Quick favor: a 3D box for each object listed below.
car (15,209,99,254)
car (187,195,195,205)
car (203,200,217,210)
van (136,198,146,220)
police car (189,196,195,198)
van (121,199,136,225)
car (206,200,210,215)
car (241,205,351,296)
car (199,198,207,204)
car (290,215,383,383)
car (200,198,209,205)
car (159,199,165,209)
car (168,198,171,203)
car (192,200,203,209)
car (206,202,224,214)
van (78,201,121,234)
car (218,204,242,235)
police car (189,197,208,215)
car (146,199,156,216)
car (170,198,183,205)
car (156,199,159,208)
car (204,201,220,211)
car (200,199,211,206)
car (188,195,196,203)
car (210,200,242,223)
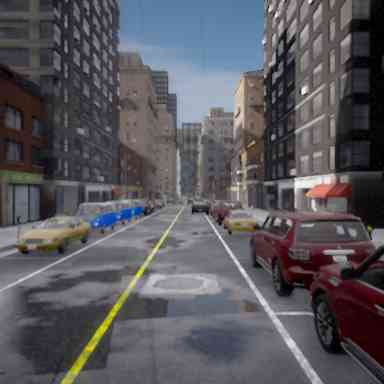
[{"bbox_3d":[-5.681,1.656,14.211,1.752,1.417,4.829,-1,-1,0],"label":"car"},{"bbox_3d":[-0.019,2.008,75.226,1.882,1.535,5.008,0,0,0],"label":"car"},{"bbox_3d":[2.848,2.022,53.482,2.008,1.369,4.403,-1,0,0],"label":"car"},{"bbox_3d":[-5.687,1.621,31.140,1.690,1.788,3.998,-1,-1,0],"label":"van"},{"bbox_3d":[0.887,1.859,49.063,1.930,1.638,5.238,0,0,0],"label":"police car"},{"bbox_3d":[-5.686,1.573,25.555,1.690,1.788,3.998,-1,-1,0],"label":"van"},{"bbox_3d":[2.847,1.856,36.896,1.752,1.417,4.829,-1,0,0],"label":"car"},{"bbox_3d":[2.845,1.397,8.799,2.192,1.841,5.009,-1,-1,0],"label":"car"},{"bbox_3d":[2.847,2.325,86.996,1.802,1.307,4.206,-1,0,0],"label":"car"},{"bbox_3d":[2.845,1.346,3.213,2.192,1.841,5.009,-1,-1,0],"label":"car"},{"bbox_3d":[2.847,2.181,75.995,1.752,1.417,4.829,-1,0,0],"label":"car"},{"bbox_3d":[-5.691,1.911,53.481,1.967,1.590,4.097,-1,0,0],"label":"car"},{"bbox_3d":[-5.698,2.287,86.993,1.887,1.381,4.507,-1,0,0],"label":"car"},{"bbox_3d":[0.886,2.010,54.953,1.812,1.442,4.674,0,0,0],"label":"car"},{"bbox_3d":[2.848,1.942,42.311,1.947,1.339,4.313,-1,0,0],"label":"car"},{"bbox_3d":[-5.684,1.523,19.968,1.690,1.788,3.998,-1,-1,0],"label":"van"},{"bbox_3d":[2.848,1.709,20.139,1.752,1.417,4.829,-1,-1,0],"label":"car"},{"bbox_3d":[0.890,1.774,39.063,1.930,1.638,5.238,0,0,0],"label":"police car"},{"bbox_3d":[-5.689,1.643,36.726,2.192,1.841,5.009,-1,0,0],"label":"car"},{"bbox_3d":[-3.018,2.174,71.791,1.994,1.385,4.181,0,0,0],"label":"car"},{"bbox_3d":[-5.688,1.816,42.310,1.967,1.590,4.097,-1,0,0],"label":"car"},{"bbox_3d":[2.848,1.990,47.897,1.947,1.339,4.313,-1,0,0],"label":"car"},{"bbox_3d":[2.848,2.161,70.239,2.008,1.369,4.403,-1,0,0],"label":"car"},{"bbox_3d":[-0.023,1.830,89.899,2.150,2.045,5.566,0,0,0],"label":"car"},{"bbox_3d":[2.845,1.547,25.556,2.192,1.841,5.009,-1,-1,0],"label":"car"}]
